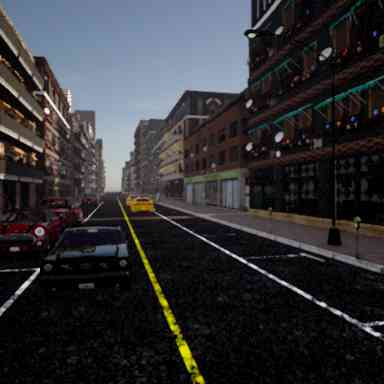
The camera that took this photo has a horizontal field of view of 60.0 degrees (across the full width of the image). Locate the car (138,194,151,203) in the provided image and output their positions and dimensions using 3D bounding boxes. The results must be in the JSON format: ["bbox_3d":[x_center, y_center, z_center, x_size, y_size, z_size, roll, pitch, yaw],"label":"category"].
[{"bbox_3d":[-8.481,1.152,58.833,1.887,1.381,4.507,0,0,-13],"label":"car"}]

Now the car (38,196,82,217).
[{"bbox_3d":[-7.651,1.209,18.511,2.192,1.841,5.009,0,0,-13],"label":"car"}]

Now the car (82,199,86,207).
[{"bbox_3d":[-8.936,1.441,24.001,1.802,1.307,4.206,0,0,-13],"label":"car"}]

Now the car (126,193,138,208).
[{"bbox_3d":[-7.603,1.192,43.626,1.882,1.535,5.008,0,0,-13],"label":"car"}]

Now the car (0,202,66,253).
[{"bbox_3d":[-6.367,1.368,13.024,1.967,1.590,4.097,0,0,-13],"label":"car"}]

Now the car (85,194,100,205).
[{"bbox_3d":[-15.357,1.123,51.439,1.967,1.590,4.097,0,0,-13],"label":"car"}]

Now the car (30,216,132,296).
[{"bbox_3d":[-2.609,1.547,8.768,1.895,1.301,4.718,0,0,-13],"label":"car"}]

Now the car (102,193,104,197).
[{"bbox_3d":[-16.641,1.192,56.929,1.887,1.381,4.507,0,0,-13],"label":"car"}]

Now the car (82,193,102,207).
[{"bbox_3d":[-14.072,1.033,45.951,2.192,1.841,5.009,0,0,-13],"label":"car"}]

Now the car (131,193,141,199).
[{"bbox_3d":[-13.617,1.015,80.784,2.008,1.369,4.403,0,0,-13],"label":"car"}]

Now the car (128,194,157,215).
[{"bbox_3d":[-4.797,1.269,31.674,1.882,1.535,5.008,0,0,-13],"label":"car"}]
